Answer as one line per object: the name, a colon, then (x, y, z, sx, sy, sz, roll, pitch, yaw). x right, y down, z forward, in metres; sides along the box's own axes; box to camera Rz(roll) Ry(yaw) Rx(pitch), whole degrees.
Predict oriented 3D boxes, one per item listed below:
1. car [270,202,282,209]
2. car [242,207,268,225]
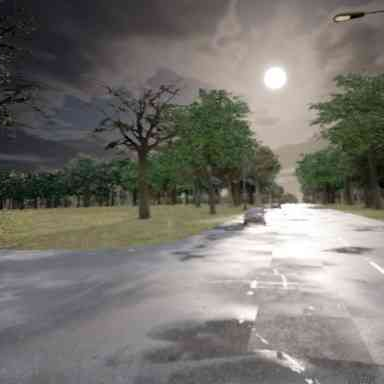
car: (17.713, 2.907, 70.258, 1.994, 1.385, 4.181, -3, -2, 22)
car: (5.737, 2.148, 30.087, 1.837, 1.490, 4.892, -3, -2, 15)
